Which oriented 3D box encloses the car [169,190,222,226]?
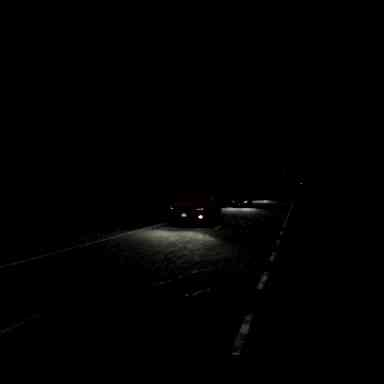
[{"bbox_3d":[0.388,0.912,21.249,2.150,2.045,5.566,1,1,18],"label":"car"}]

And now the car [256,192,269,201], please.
[{"bbox_3d":[12.461,0.696,58.406,1.882,1.535,5.008,1,1,18],"label":"car"}]

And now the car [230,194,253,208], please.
[{"bbox_3d":[5.760,1.010,37.908,1.812,1.442,4.674,1,1,18],"label":"car"}]
